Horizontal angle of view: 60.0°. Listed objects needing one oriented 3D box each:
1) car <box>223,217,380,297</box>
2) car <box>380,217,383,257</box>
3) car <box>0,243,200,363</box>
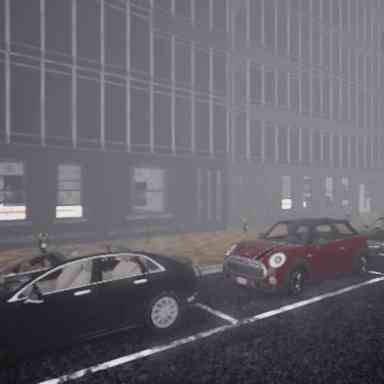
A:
[{"bbox_3d":[2.726,1.428,8.507,4.097,1.590,1.967,0,0,-36],"label":"car"},{"bbox_3d":[7.360,1.527,11.813,4.403,1.369,2.008,0,0,-36],"label":"car"},{"bbox_3d":[-1.908,1.549,5.200,4.403,1.369,2.008,0,0,-36],"label":"car"}]
